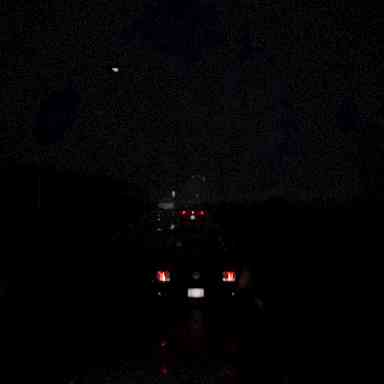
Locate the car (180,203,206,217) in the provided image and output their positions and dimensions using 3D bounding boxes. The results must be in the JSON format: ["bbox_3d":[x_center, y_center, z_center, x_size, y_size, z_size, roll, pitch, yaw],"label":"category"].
[{"bbox_3d":[0.043,1.494,25.828,1.895,1.301,4.718,0,0,0],"label":"car"}]

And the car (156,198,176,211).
[{"bbox_3d":[-2.897,1.434,38.565,1.812,1.442,4.674,0,0,0],"label":"car"}]

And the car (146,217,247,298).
[{"bbox_3d":[0.083,1.561,8.356,1.895,1.301,4.718,0,0,0],"label":"car"}]
